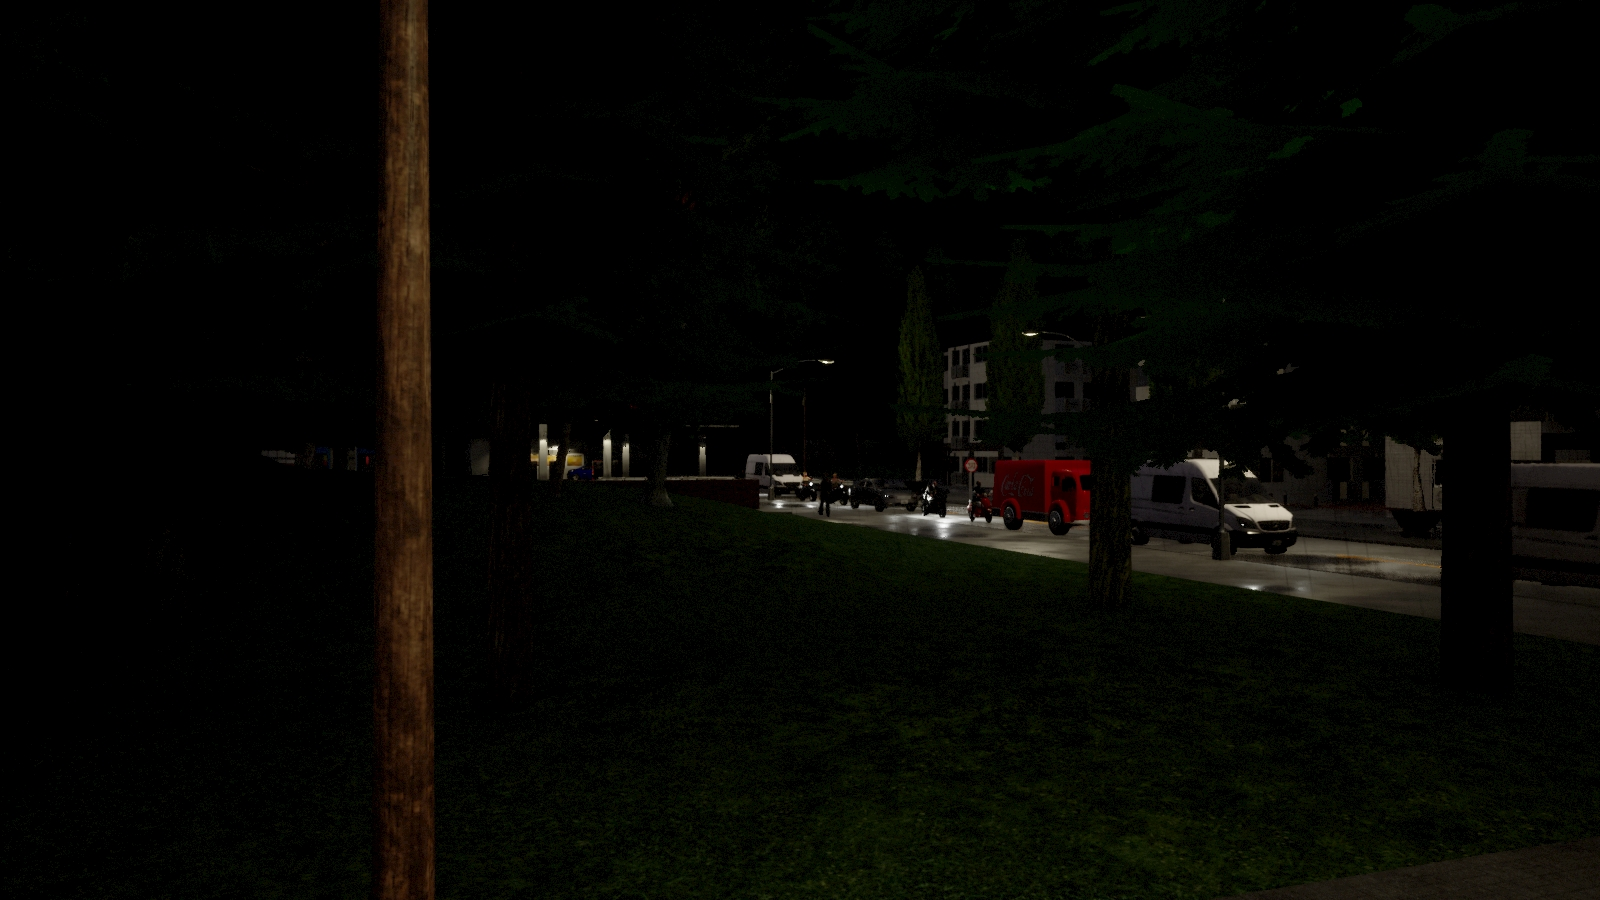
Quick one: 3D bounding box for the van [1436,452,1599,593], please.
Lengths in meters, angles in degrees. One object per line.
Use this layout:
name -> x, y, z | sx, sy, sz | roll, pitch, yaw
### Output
van -> 15.330, 1.323, 21.610 | 1.988, 2.561, 5.915 | 0, 0, -20

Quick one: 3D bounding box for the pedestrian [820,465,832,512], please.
pedestrian -> 1.043, 1.532, 45.546 | 0.375, 1.860, 0.375 | 0, 0, -20

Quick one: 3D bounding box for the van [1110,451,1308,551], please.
van -> 11.405, 1.323, 32.458 | 1.988, 2.561, 5.915 | 0, 0, -20

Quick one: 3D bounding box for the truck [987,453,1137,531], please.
truck -> 8.905, 1.356, 39.393 | 2.627, 2.467, 5.204 | 0, 0, -20

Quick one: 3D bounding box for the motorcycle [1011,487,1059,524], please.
motorcycle -> 8.397, 1.970, 40.853 | 0.856, 1.236, 1.805 | 0, 0, -20

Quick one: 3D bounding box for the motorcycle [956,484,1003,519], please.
motorcycle -> 6.991, 1.993, 44.695 | 0.867, 1.251, 2.209 | 0, 0, -20
